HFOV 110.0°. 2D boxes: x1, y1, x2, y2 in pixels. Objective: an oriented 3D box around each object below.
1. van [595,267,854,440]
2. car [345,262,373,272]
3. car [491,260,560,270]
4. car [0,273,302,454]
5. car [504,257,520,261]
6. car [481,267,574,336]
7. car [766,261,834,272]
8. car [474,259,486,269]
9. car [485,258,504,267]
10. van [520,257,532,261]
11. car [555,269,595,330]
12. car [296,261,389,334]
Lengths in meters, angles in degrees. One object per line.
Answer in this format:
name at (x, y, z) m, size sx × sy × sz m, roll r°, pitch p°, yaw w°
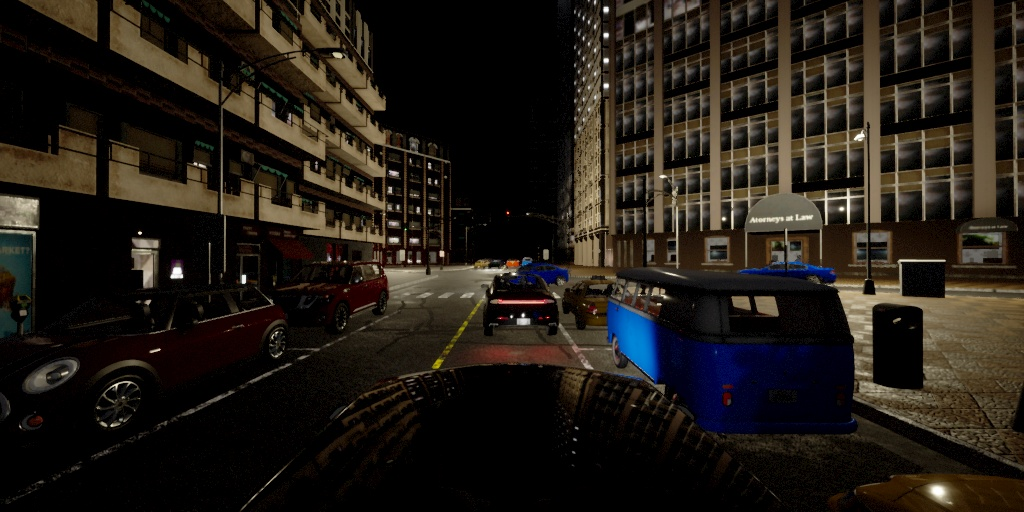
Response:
van at (2.567, 1.092, 5.246) m, size 1.690 × 1.789 × 3.998 m, roll 0°, pitch 0°, yaw 0°
car at (-21.764, 1.536, 51.033) m, size 4.181 × 1.385 × 1.994 m, roll -1°, pitch -1°, yaw 41°
car at (1.405, 1.235, 23.111) m, size 5.008 × 1.535 × 1.882 m, roll 0°, pitch 0°, yaw -36°
car at (-5.314, 1.191, 5.242) m, size 1.967 × 1.591 × 4.097 m, roll 0°, pitch 0°, yaw 0°
car at (0.121, 1.185, 62.203) m, size 2.097 × 1.767 × 4.553 m, roll 0°, pitch 0°, yaw 0°
car at (0.135, 1.245, 10.388) m, size 2.128 × 1.511 × 4.902 m, roll 0°, pitch 0°, yaw -3°
car at (16.475, 1.089, 21.924) m, size 5.008 × 1.535 × 1.882 m, roll -1°, pitch -1°, yaw 38°
car at (-5.302, 1.352, 59.607) m, size 1.751 × 1.417 × 4.829 m, roll 0°, pitch 0°, yaw 0°
car at (-2.804, 1.425, 58.866) m, size 1.895 × 1.301 × 4.718 m, roll 0°, pitch 0°, yaw 2°
van at (2.579, 1.168, 59.775) m, size 1.690 × 1.789 × 3.998 m, roll 0°, pitch 0°, yaw 0°
car at (2.568, 1.279, 10.952) m, size 1.751 × 1.417 × 4.829 m, roll 0°, pitch 0°, yaw 0°
car at (-5.313, 1.068, 10.778) m, size 2.192 × 1.841 × 5.009 m, roll 0°, pitch 0°, yaw 0°
